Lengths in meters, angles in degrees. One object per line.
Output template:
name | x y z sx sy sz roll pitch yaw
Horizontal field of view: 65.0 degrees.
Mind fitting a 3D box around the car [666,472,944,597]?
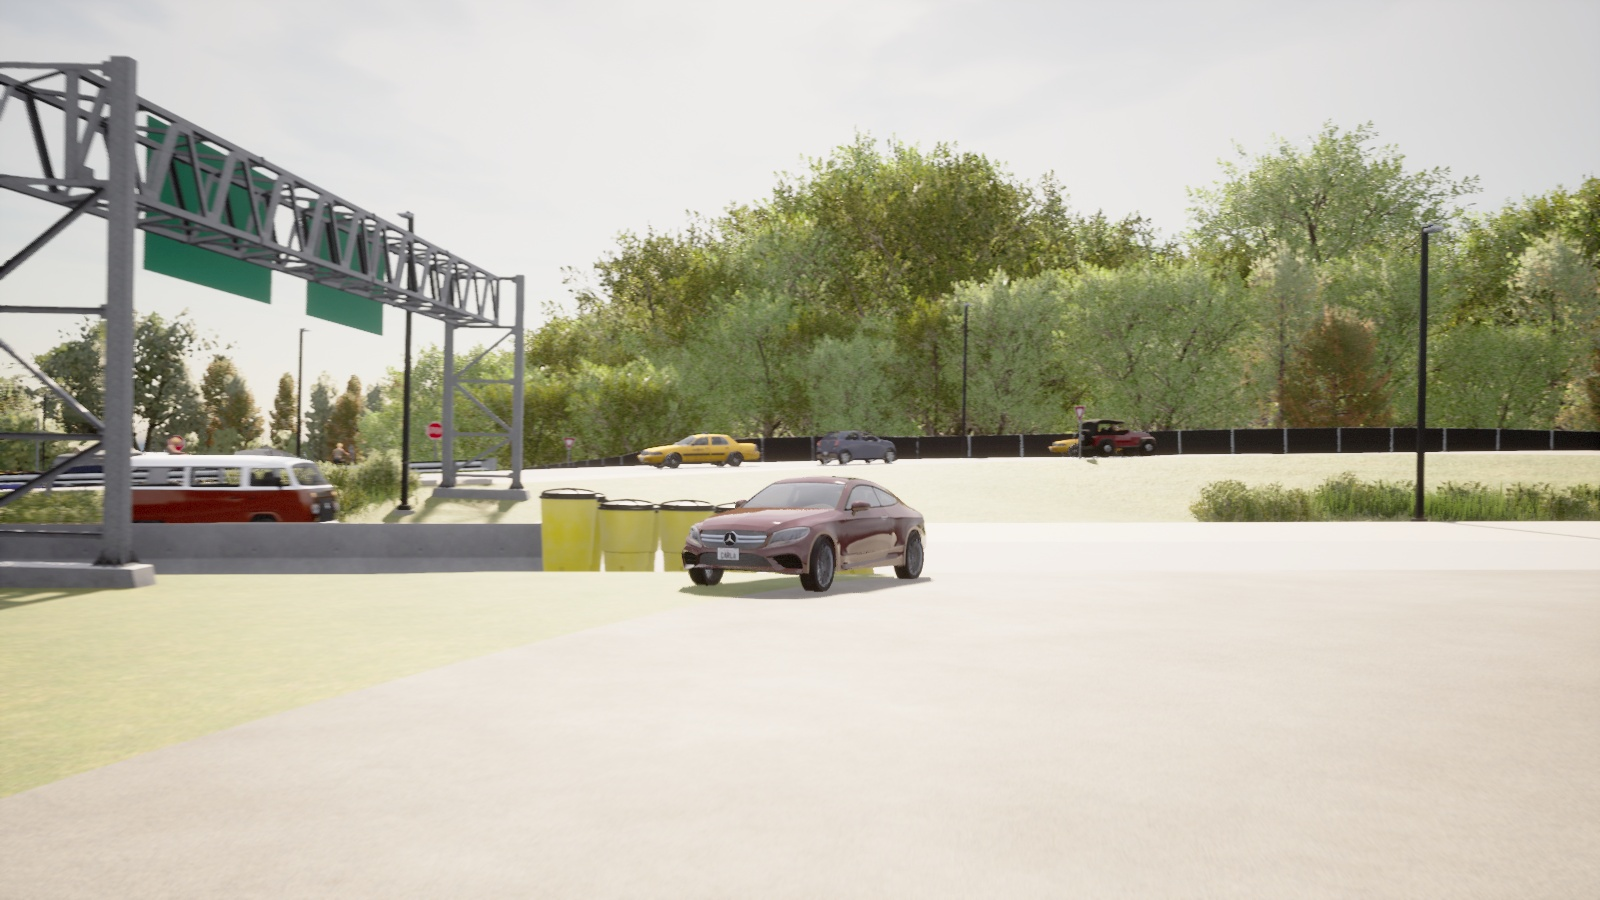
car | 0.251 1.075 17.080 1.812 1.442 4.674 -1 -2 28

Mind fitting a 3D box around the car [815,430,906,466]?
car | 2.706 -0.106 56.063 3.633 1.501 1.845 -2 1 -35

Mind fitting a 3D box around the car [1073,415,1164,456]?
car | 15.798 -0.714 62.337 3.866 1.878 1.905 -2 0 -17

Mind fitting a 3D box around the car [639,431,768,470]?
car | -4.221 0.007 55.223 5.366 1.575 1.801 -2 1 -29

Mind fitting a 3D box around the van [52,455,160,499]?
van | -35.453 1.367 64.243 4.442 1.987 1.775 -3 0 1

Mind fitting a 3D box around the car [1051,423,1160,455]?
car | 16.320 -0.569 67.290 5.366 1.575 1.801 -1 0 -2

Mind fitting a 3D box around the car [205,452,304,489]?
car | -24.649 0.909 56.937 2.163 1.488 4.792 -3 -1 3

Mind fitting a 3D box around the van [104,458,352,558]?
van | -12.406 1.226 27.456 4.480 2.038 2.069 -1 0 0
